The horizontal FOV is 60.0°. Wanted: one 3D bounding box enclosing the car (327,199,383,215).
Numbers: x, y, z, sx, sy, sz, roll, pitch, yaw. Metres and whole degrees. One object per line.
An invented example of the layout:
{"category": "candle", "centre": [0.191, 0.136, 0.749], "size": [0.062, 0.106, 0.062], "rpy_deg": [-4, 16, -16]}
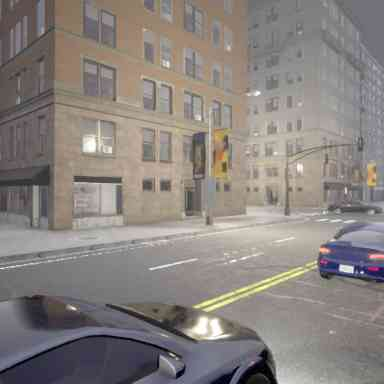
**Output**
{"category": "car", "centre": [15.960, 1.513, 32.736], "size": [4.892, 1.490, 1.837], "rpy_deg": [0, 0, 29]}

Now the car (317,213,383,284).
{"category": "car", "centre": [4.977, 1.528, 9.007], "size": [1.812, 1.442, 4.674], "rpy_deg": [0, 0, 43]}

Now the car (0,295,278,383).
{"category": "car", "centre": [-1.046, 1.564, 2.565], "size": [1.994, 1.385, 4.181], "rpy_deg": [0, 0, 43]}
